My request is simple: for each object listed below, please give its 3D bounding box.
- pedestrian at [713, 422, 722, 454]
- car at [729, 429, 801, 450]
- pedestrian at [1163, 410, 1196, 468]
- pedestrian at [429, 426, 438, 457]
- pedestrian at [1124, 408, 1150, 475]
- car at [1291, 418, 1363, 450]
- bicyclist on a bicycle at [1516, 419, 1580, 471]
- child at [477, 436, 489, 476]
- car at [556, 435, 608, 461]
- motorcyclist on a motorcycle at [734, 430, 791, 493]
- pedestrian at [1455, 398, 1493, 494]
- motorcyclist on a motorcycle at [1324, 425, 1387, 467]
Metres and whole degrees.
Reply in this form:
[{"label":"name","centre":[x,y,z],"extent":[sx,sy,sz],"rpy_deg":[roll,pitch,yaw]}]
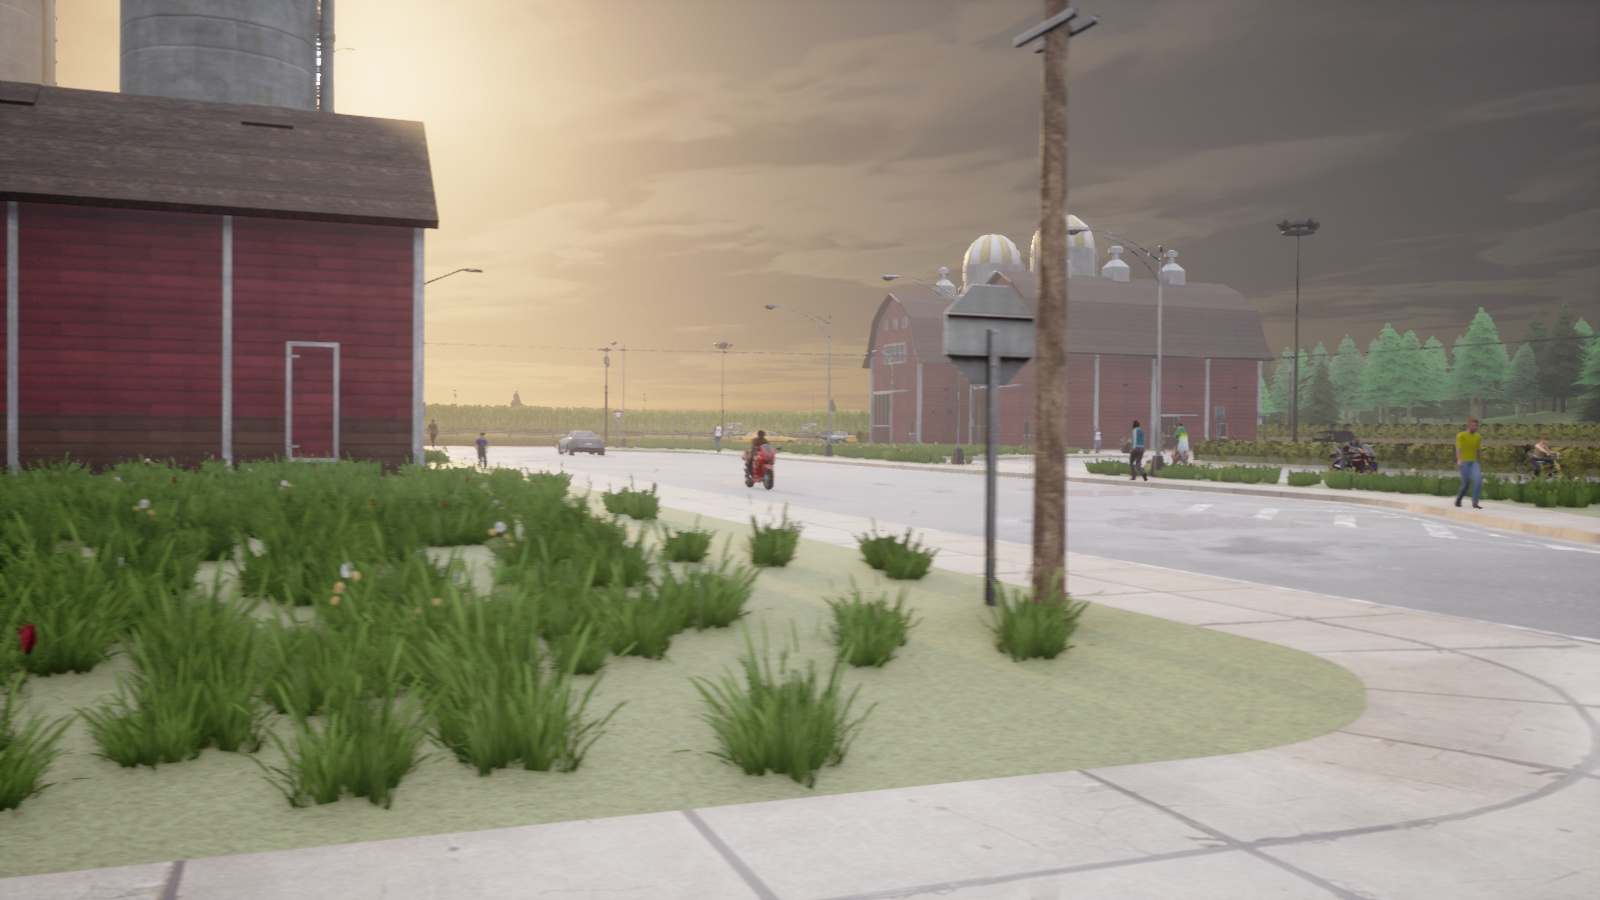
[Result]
[{"label":"pedestrian","centre":[-4.839,-0.699,74.003],"extent":[0.354,1.836,0.706],"rpy_deg":[-1,1,-17]},{"label":"car","centre":[-2.747,-0.845,99.057],"extent":[5.366,1.575,1.801],"rpy_deg":[-1,1,-21]},{"label":"pedestrian","centre":[12.986,-0.386,42.958],"extent":[0.659,1.952,0.873],"rpy_deg":[-1,1,-26]},{"label":"pedestrian","centre":[-21.090,-0.495,72.270],"extent":[0.328,1.805,0.869],"rpy_deg":[-1,1,-26]},{"label":"pedestrian","centre":[9.781,-0.245,36.433],"extent":[0.396,1.930,0.692],"rpy_deg":[-1,1,-21]},{"label":"car","centre":[31.929,-0.991,76.188],"extent":[1.905,1.878,3.866],"rpy_deg":[-1,1,-21]},{"label":"bicyclist on a bicycle","centre":[23.765,-0.172,39.914],"extent":[0.866,1.612,1.509],"rpy_deg":[-1,1,-25]},{"label":"child","centre":[-10.191,0.183,40.417],"extent":[0.270,1.263,0.437],"rpy_deg":[-1,1,-27]},{"label":"car","centre":[-12.039,-0.132,69.100],"extent":[1.994,1.385,4.181],"rpy_deg":[-1,1,-22]},{"label":"motorcyclist on a motorcycle","centre":[-0.976,0.270,32.030],"extent":[0.797,1.523,2.044],"rpy_deg":[-1,1,-22]},{"label":"pedestrian","centre":[13.142,-0.087,24.490],"extent":[0.354,1.836,0.706],"rpy_deg":[-1,1,0]},{"label":"motorcyclist on a motorcycle","centre":[20.856,-0.160,47.174],"extent":[0.866,1.530,2.191],"rpy_deg":[-1,1,-21]}]
